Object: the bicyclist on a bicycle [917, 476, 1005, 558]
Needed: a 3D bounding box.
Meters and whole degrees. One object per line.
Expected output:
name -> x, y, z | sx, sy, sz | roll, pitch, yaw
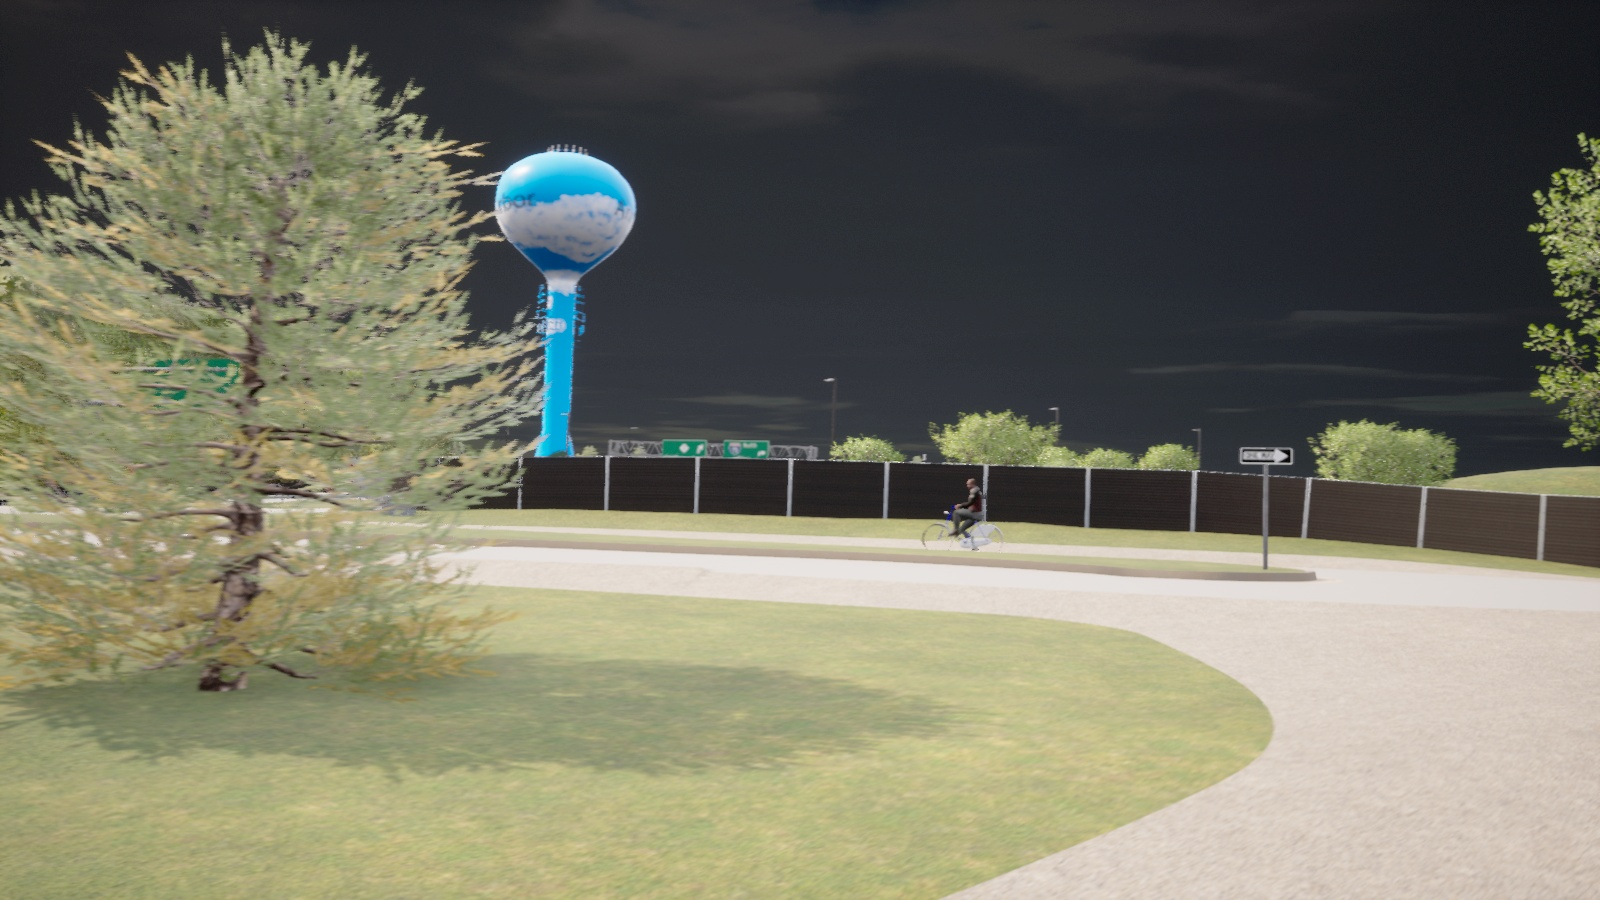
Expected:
bicyclist on a bicycle -> 3.636, 1.513, 28.404 | 1.843, 1.776, 0.659 | 1, -3, 15
